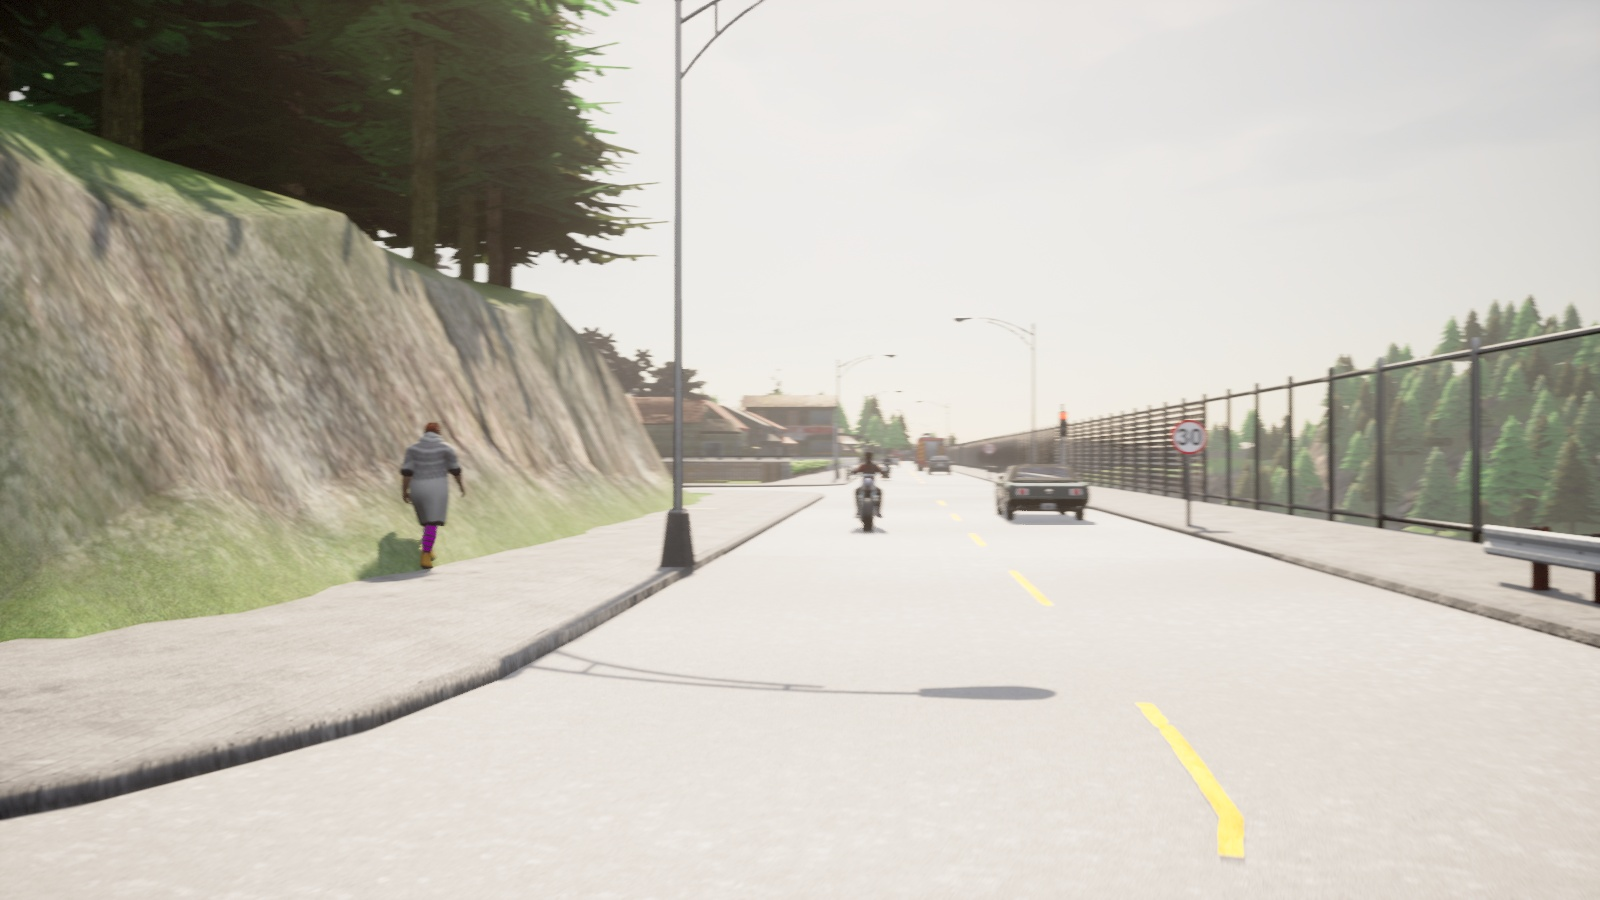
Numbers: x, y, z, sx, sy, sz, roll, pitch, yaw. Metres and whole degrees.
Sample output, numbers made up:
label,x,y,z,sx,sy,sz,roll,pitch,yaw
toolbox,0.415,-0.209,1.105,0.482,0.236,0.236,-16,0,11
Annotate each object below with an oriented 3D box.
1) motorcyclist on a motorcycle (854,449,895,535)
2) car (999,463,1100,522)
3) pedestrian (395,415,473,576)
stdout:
label,x,y,z,sx,sy,sz,roll,pitch,yaw
motorcyclist on a motorcycle,1.517,0.815,25.294,0.766,1.649,2.350,0,0,5
car,5.983,0.974,30.606,1.895,1.301,4.718,0,0,5
pedestrian,-4.548,0.551,15.658,0.659,1.952,0.873,0,0,5
